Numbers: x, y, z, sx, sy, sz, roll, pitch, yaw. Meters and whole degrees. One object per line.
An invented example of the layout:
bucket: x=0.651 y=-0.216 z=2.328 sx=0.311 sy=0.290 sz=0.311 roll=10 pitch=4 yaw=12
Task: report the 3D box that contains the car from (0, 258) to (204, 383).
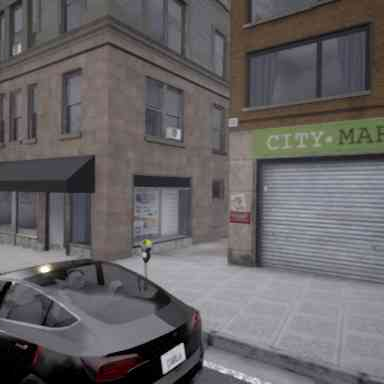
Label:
car: x=-1.862 y=1.564 z=4.269 sx=4.313 sy=1.339 sz=1.947 roll=0 pitch=1 yaw=35
